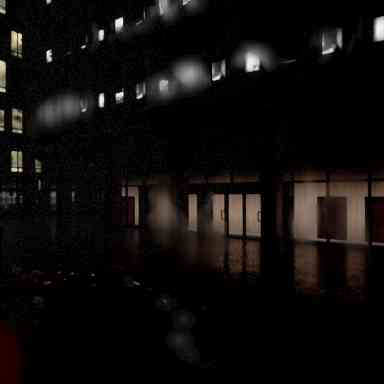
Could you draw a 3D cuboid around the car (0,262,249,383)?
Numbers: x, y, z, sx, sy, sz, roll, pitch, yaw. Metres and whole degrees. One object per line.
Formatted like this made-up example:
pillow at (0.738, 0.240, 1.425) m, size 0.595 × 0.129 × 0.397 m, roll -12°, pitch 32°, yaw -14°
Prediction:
car at (-1.546, 1.545, 4.001) m, size 4.507 × 1.381 × 1.887 m, roll 0°, pitch 0°, yaw 36°
